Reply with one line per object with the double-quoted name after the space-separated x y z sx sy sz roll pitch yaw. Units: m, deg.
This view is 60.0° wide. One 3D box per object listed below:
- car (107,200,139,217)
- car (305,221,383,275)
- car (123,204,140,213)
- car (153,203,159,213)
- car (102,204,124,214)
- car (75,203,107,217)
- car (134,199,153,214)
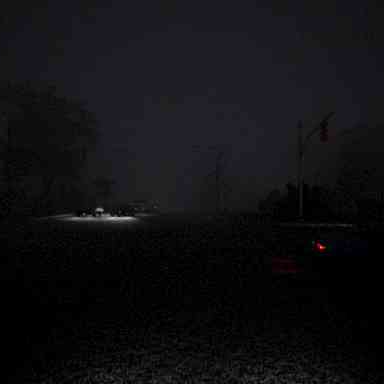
-7.116 1.836 34.712 1.994 1.385 4.181 0 -2 0 "car"
6.206 1.596 9.799 5.357 1.411 2.033 0 0 10 "car"
-10.551 2.940 58.521 2.033 1.411 5.357 0 -3 0 "car"
-7.061 2.726 58.188 2.097 1.767 4.553 0 -3 0 "car"
-10.611 2.262 44.889 1.895 1.301 4.718 0 -3 0 "car"
-10.642 1.825 34.905 2.033 1.411 5.357 0 -2 -4 "car"
-7.110 1.909 45.430 2.150 2.045 5.566 0 -3 0 "car"
